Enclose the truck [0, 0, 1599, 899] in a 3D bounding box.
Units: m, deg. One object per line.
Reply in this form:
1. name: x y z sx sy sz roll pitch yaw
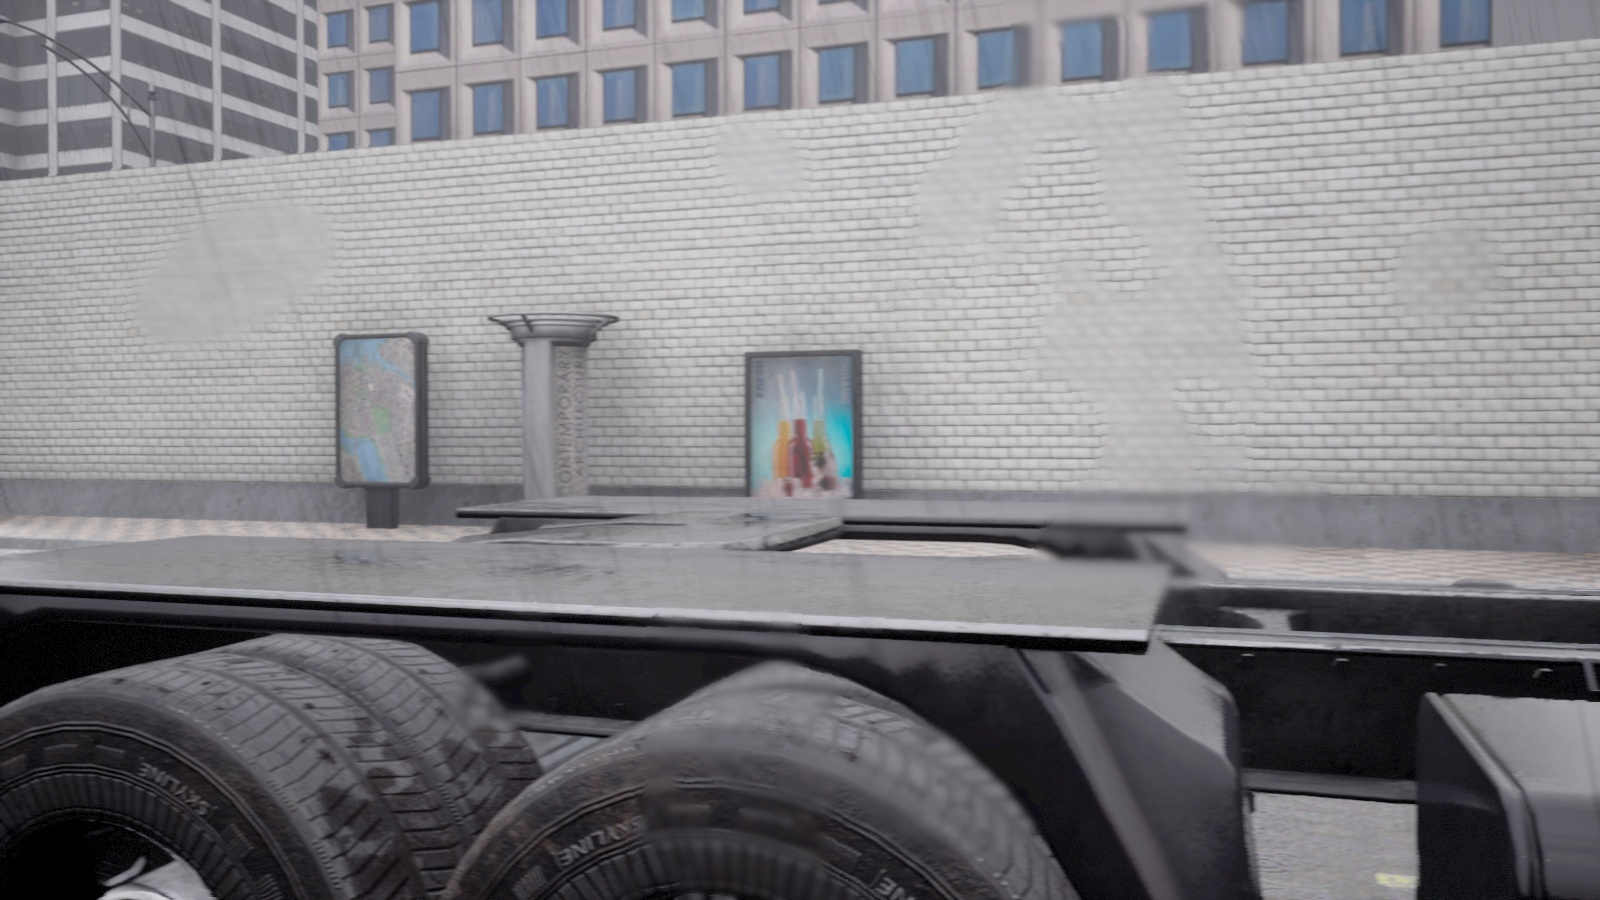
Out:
1. truck: 1.722 -0.191 2.599 7.936 3.462 2.891 1 1 19
